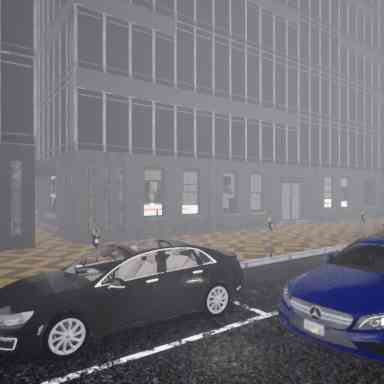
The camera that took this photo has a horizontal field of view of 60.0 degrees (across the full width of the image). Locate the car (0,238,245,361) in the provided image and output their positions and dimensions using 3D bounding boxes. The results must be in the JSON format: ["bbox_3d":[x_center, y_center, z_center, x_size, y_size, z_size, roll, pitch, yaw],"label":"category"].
[{"bbox_3d":[-1.031,1.551,5.819,4.403,1.369,2.008,0,0,-35],"label":"car"}]

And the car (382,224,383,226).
[{"bbox_3d":[8.257,1.582,12.402,4.206,1.307,1.802,0,0,-35],"label":"car"}]

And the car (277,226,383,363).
[{"bbox_3d":[3.510,1.525,5.740,4.674,1.442,1.812,0,0,-35],"label":"car"}]
